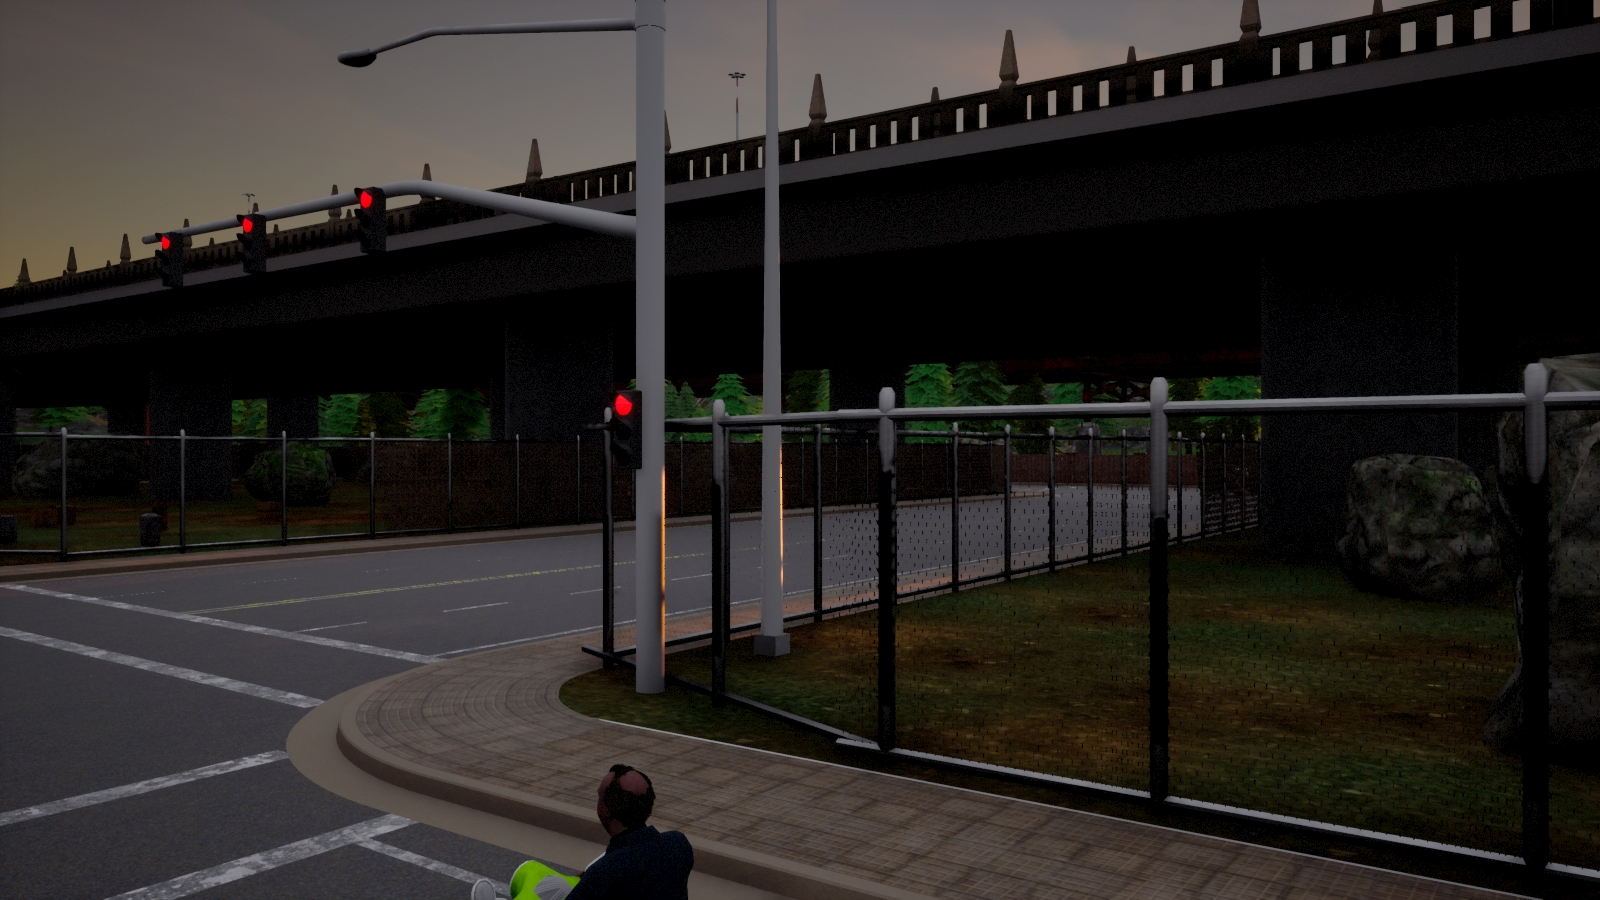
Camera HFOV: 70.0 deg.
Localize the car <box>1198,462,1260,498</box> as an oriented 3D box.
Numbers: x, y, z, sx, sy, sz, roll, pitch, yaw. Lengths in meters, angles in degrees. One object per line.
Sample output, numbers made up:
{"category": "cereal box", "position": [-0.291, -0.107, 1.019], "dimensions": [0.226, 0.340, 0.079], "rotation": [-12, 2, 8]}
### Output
{"category": "car", "position": [25.962, 1.779, 68.979], "dimensions": [2.150, 2.045, 5.566], "rotation": [0, 0, 36]}
